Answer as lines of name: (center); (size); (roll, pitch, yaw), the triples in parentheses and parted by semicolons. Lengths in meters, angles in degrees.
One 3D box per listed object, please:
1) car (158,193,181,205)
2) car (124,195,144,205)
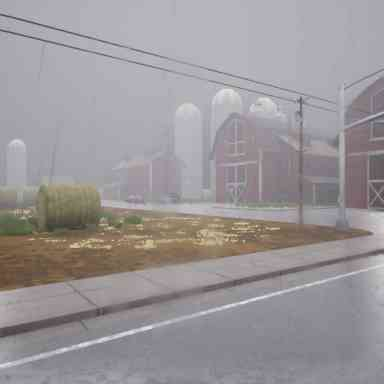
car: (-3.919, 1.118, 57.685); (3.866, 1.878, 1.905); (-2, 5, 11)
car: (-10.413, 1.327, 59.623); (2.097, 1.767, 4.553); (0, 0, -36)
